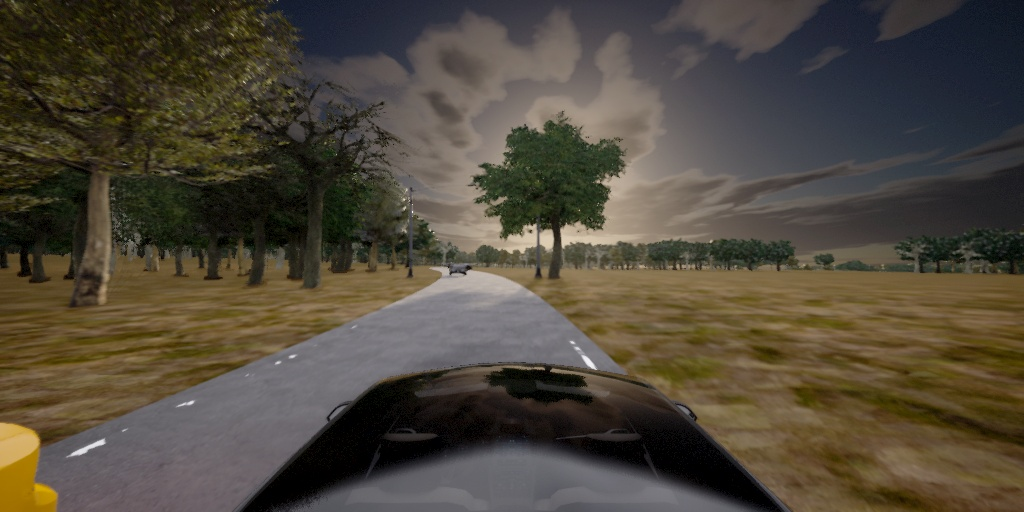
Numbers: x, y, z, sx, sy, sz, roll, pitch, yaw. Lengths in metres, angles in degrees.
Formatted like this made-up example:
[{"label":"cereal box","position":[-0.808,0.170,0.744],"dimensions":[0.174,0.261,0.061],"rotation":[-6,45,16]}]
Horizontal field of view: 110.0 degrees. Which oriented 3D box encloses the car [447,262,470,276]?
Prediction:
[{"label":"car","position":[-6.531,1.660,43.443],"dimensions":[1.994,1.385,4.181],"rotation":[1,-2,-9]}]
